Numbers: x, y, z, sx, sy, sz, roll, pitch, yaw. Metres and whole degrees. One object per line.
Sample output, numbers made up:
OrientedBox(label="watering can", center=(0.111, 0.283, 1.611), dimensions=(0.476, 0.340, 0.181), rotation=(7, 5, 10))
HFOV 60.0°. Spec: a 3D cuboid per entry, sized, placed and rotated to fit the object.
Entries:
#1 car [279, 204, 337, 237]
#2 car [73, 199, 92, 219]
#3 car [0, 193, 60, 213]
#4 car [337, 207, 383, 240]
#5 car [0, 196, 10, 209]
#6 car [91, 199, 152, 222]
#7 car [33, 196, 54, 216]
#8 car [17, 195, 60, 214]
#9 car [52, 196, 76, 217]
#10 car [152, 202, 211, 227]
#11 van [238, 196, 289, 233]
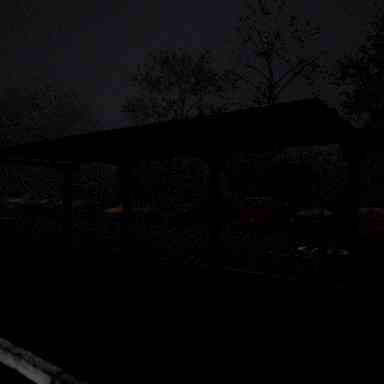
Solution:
OrientedBox(label="car", center=(6.648, 1.526, 17.953), dimensions=(2.002, 1.452, 4.674), rotation=(0, 0, 35))
OrientedBox(label="car", center=(-6.925, 1.432, 27.599), dimensions=(2.163, 1.488, 4.792), rotation=(0, 0, 35))
OrientedBox(label="car", center=(-16.020, 1.095, 33.965), dimensions=(2.435, 2.045, 5.566), rotation=(0, 0, 35))
OrientedBox(label="car", center=(8.915, 1.500, 16.347), dimensions=(2.097, 1.535, 5.008), rotation=(0, 0, 35))
OrientedBox(label="car", center=(-25.083, 1.308, 40.378), dimensions=(2.163, 1.488, 4.792), rotation=(1, 0, 35))
OrientedBox(label="car", center=(-4.784, 1.413, 25.820), dimensions=(1.946, 1.575, 5.366), rotation=(0, 0, 35))
OrientedBox(label="car", center=(-11.469, 1.374, 30.786), dimensions=(2.097, 1.535, 5.008), rotation=(0, 0, 35))
OrientedBox(label="car", center=(-13.735, 1.360, 32.390), dimensions=(2.097, 1.535, 5.008), rotation=(0, 0, 35))
OrientedBox(label="car", center=(-9.203, 1.389, 29.183), dimensions=(2.231, 1.521, 4.892), rotation=(0, 0, 35))
OrientedBox(label="car", center=(-0.162, 1.473, 22.741), dimensions=(2.163, 1.488, 4.792), rotation=(0, 0, 35))
OrientedBox(label="van", center=(4.454, 1.246, 19.653), dimensions=(1.878, 1.987, 4.442), rotation=(0, 0, 35))
